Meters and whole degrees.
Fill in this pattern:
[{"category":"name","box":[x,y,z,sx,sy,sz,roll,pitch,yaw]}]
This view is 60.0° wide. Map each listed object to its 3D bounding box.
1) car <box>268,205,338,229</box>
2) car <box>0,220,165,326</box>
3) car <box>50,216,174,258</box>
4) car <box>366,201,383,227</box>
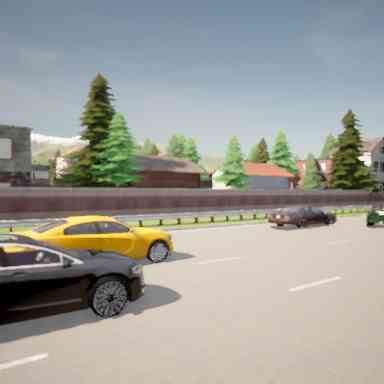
[{"category":"car","box":[7.348,1.571,21.890,5.357,1.411,2.033,0,0,-36]},{"category":"car","box":[-3.169,1.492,5.789,4.902,1.511,2.128,0,0,-35]},{"category":"car","box":[-2.895,1.482,10.282,5.008,1.535,1.882,0,0,-35]},{"category":"car","box":[13.577,1.383,22.037,4.553,1.767,2.097,0,0,-36]}]
